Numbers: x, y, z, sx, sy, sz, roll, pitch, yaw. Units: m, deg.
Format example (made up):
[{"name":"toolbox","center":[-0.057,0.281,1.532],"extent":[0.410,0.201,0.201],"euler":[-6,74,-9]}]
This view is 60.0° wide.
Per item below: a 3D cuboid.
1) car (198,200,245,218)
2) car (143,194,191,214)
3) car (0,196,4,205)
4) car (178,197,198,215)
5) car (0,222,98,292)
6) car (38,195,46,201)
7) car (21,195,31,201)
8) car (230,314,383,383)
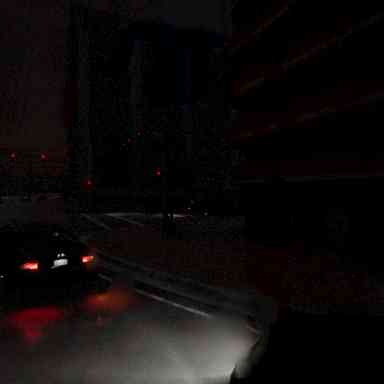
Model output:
[{"name":"car","center":[3.315,1.656,31.117],"extent":[4.718,1.301,1.895],"euler":[0,0,-23]},{"name":"car","center":[-2.532,1.277,36.500],"extent":[5.566,2.045,2.150],"euler":[0,0,-23]},{"name":"car","center":[-35.261,1.497,60.073],"extent":[2.128,1.511,4.902],"euler":[0,0,-23]},{"name":"car","center":[1.458,1.560,34.367],"extent":[4.892,1.490,1.837],"euler":[0,0,-23]},{"name":"car","center":[-4.362,1.547,9.045],"extent":[2.033,1.411,5.357],"euler":[0,0,-39]},{"name":"car","center":[-37.083,1.540,82.321],"extent":[2.033,1.411,5.357],"euler":[0,0,-23]},{"name":"car","center":[-40.171,1.525,80.638],"extent":[2.128,1.511,4.902],"euler":[0,0,-23]},{"name":"car","center":[2.859,1.547,2.027],"extent":[5.357,1.411,2.033],"euler":[0,0,35]}]
